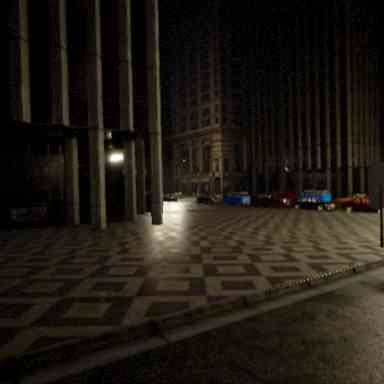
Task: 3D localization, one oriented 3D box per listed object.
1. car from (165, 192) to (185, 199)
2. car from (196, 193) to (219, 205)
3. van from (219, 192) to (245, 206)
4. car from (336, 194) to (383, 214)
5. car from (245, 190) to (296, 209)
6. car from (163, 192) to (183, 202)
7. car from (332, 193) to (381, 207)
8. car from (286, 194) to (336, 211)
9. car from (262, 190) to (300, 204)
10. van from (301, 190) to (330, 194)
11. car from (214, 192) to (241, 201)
[{"bbox_3d":[-3.550,0.752,69.748,2.008,1.369,4.403,-2,1,-36],"label":"car"},{"bbox_3d":[2.434,0.980,46.838,1.967,1.590,4.097,-2,1,-36],"label":"car"},{"bbox_3d":[5.662,0.902,42.355,1.690,1.788,3.998,-2,1,-36],"label":"van"},{"bbox_3d":[15.359,1.173,28.911,1.887,1.381,4.507,-2,1,-36],"label":"car"},{"bbox_3d":[8.893,0.898,37.871,2.192,1.841,5.009,-2,1,-36],"label":"car"},{"bbox_3d":[-4.026,1.048,55.805,2.008,1.369,4.403,-2,1,-36],"label":"car"},{"bbox_3d":[18.952,0.877,38.503,1.752,1.417,4.829,-2,1,-36],"label":"car"},{"bbox_3d":[12.129,1.156,33.393,2.008,1.369,4.403,-2,1,-36],"label":"car"},{"bbox_3d":[12.589,0.623,47.328,2.192,1.841,5.009,-2,1,-36],"label":"car"},{"bbox_3d":[15.819,0.671,42.845,1.690,1.788,3.998,-2,1,-36],"label":"van"},{"bbox_3d":[6.037,0.790,56.435,1.752,1.417,4.829,-2,1,-36],"label":"car"}]
